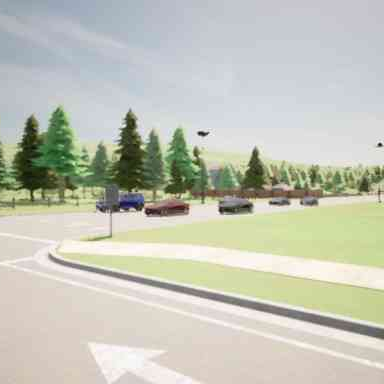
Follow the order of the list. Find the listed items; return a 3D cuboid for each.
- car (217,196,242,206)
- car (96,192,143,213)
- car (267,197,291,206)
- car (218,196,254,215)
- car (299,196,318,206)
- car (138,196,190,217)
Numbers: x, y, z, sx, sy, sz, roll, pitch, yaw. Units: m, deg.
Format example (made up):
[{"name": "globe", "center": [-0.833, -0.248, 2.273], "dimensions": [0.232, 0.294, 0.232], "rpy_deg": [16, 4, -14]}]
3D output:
[{"name": "car", "center": [5.953, 1.368, 52.860], "dimensions": [1.812, 1.442, 4.674], "rpy_deg": [0, 0, 36]}, {"name": "car", "center": [-7.322, 1.062, 34.775], "dimensions": [2.150, 2.045, 5.566], "rpy_deg": [0, 0, 36]}, {"name": "car", "center": [13.536, 1.433, 51.332], "dimensions": [2.033, 1.411, 5.357], "rpy_deg": [0, 0, 37]}, {"name": "car", "center": [4.406, 1.383, 33.022], "dimensions": [1.882, 1.535, 5.008], "rpy_deg": [0, 0, 36]}, {"name": "car", "center": [18.218, 1.401, 51.759], "dimensions": [2.128, 1.511, 4.902], "rpy_deg": [0, 0, 37]}, {"name": "car", "center": [-2.176, 1.361, 29.956], "dimensions": [1.882, 1.535, 5.008], "rpy_deg": [0, 0, 36]}]
